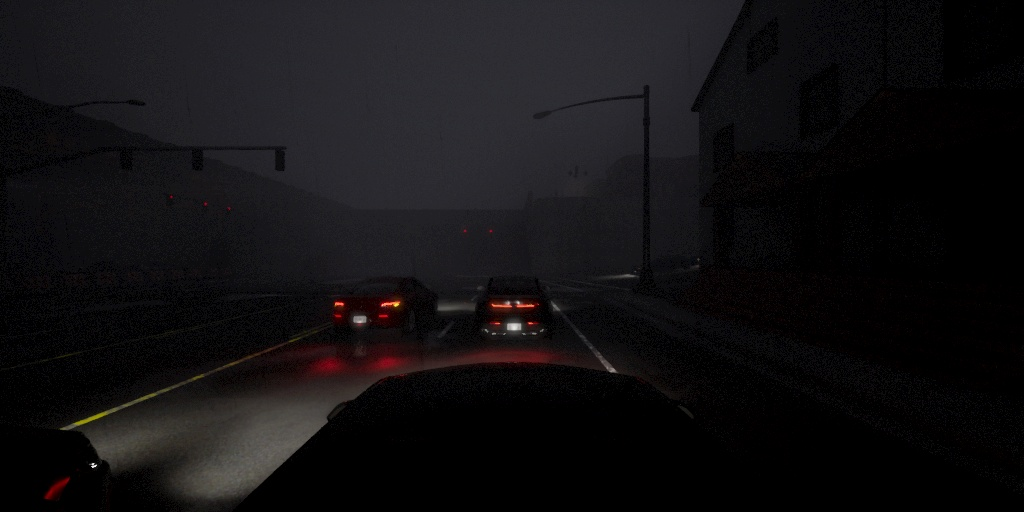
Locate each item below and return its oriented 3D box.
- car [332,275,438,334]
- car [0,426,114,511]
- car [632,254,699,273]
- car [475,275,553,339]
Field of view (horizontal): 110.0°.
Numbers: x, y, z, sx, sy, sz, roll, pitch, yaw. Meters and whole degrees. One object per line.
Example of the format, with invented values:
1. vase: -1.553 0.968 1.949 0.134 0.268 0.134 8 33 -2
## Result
1. car: -3.451 1.276 10.451 1.812 1.442 4.674 0 0 0
2. car: -3.401 1.255 0.168 1.837 1.490 4.892 0 0 0
3. car: 13.035 0.603 30.422 5.357 1.411 2.033 -7 0 -1
4. car: 0.044 1.255 10.034 1.837 1.490 4.892 0 0 0
